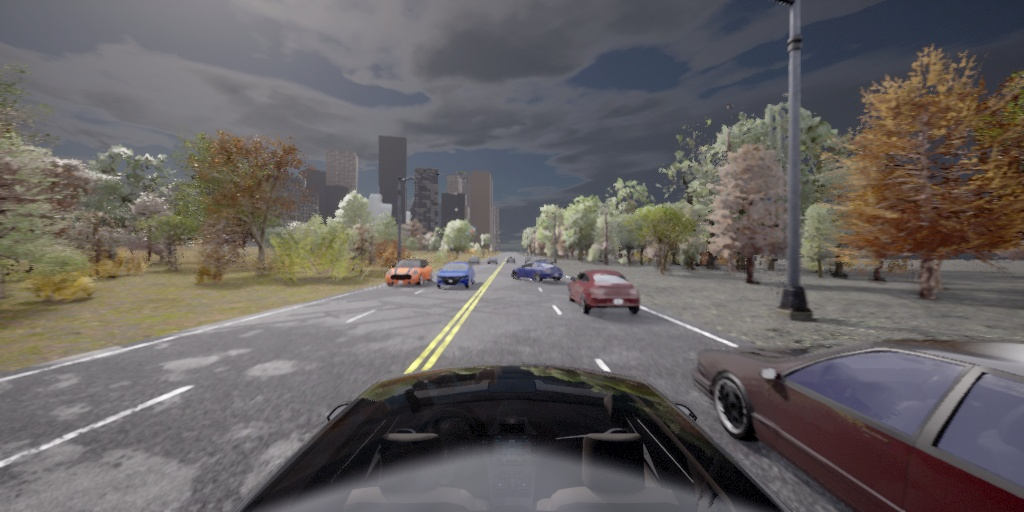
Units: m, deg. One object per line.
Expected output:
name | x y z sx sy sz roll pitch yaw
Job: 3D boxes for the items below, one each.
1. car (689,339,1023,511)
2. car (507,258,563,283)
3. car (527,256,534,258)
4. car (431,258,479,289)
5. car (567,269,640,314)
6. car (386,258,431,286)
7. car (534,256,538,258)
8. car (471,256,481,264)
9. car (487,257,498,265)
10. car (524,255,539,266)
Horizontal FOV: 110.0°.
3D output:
car | 3.253 1.289 2.241 2.033 1.411 5.357 0 1 0
car | 1.783 1.117 26.301 1.812 1.442 4.674 0 0 -32
car | 3.136 0.901 46.459 1.801 1.575 5.366 0 0 0
car | -3.382 1.104 22.281 1.882 1.535 5.008 0 0 0
car | 3.242 1.205 13.259 1.812 1.442 4.674 0 1 0
car | -6.634 0.968 23.602 2.097 1.767 4.553 0 0 0
car | 3.175 1.050 35.266 1.812 1.442 4.674 0 0 0
car | -6.686 0.796 64.299 1.837 1.490 4.892 0 1 0
car | -3.437 0.853 63.963 2.033 1.411 5.357 0 1 0
car | 3.103 0.714 57.242 2.097 1.767 4.553 0 0 0
